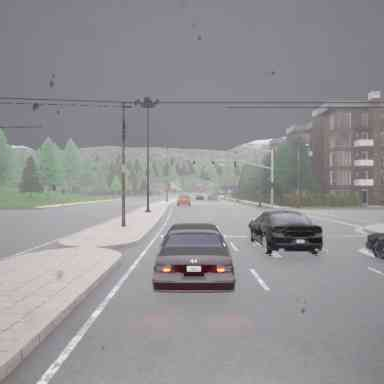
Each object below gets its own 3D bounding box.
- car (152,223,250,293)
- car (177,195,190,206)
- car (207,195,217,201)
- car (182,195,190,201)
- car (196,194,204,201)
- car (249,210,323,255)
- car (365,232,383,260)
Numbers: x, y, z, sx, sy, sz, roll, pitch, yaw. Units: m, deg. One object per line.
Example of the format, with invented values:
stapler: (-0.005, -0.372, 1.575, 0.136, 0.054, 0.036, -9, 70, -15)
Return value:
car: (0.045, 1.547, 9.000, 2.033, 1.411, 5.357, 0, 0, 0)
car: (-1.338, 1.352, 54.745, 2.097, 1.767, 4.553, 0, 0, -1)
car: (5.510, 1.539, 85.614, 2.033, 1.411, 5.357, 0, 0, 0)
car: (-1.490, 1.523, 85.570, 1.812, 1.442, 4.674, 0, 0, 0)
car: (2.010, 1.477, 85.608, 1.882, 1.535, 5.008, 0, 0, 0)
car: (3.558, 1.478, 13.419, 1.882, 1.535, 5.008, 0, 0, 0)
car: (7.076, 1.547, 9.345, 2.033, 1.411, 5.357, 0, 0, 0)
